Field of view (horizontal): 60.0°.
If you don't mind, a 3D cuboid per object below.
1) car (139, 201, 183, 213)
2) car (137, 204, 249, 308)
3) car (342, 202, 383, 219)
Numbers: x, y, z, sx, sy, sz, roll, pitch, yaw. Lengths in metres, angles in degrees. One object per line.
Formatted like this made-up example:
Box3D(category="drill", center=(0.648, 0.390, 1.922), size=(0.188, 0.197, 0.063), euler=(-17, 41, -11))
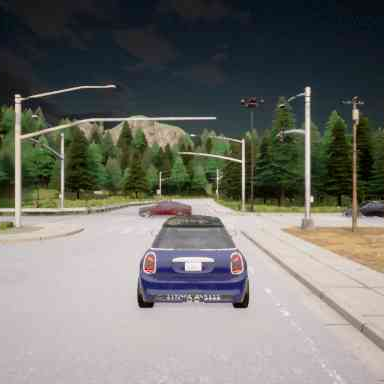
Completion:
Box3D(category="car", center=(-2.274, 1.541, 28.970), size=(4.674, 1.442, 1.812), euler=(0, 0, 1))
Box3D(category="car", center=(0.040, 1.348, 8.069), size=(2.097, 1.767, 4.553), euler=(0, 0, 0))
Box3D(category="car", center=(15.467, 1.552, 28.674), size=(4.674, 1.442, 1.812), euler=(0, 0, 1))
